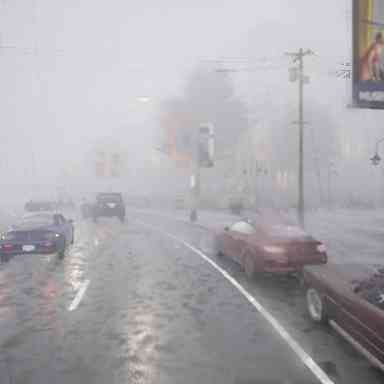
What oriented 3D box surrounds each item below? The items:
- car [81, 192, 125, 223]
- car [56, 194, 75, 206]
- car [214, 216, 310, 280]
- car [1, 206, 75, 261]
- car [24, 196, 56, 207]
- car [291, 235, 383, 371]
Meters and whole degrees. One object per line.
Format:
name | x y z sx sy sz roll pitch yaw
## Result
car | -6.551 1.024 24.287 2.150 2.045 5.566 0 1 -28
car | -15.121 1.056 38.629 2.097 1.767 4.553 -1 1 -31
car | 2.018 1.422 9.669 2.002 1.452 4.674 0 1 -12
car | -5.335 1.436 11.898 1.812 1.442 4.674 0 0 -15
car | -13.779 1.258 29.739 1.882 1.535 5.008 0 1 -31
car | 2.972 1.545 4.020 1.895 1.301 4.718 0 1 -2
